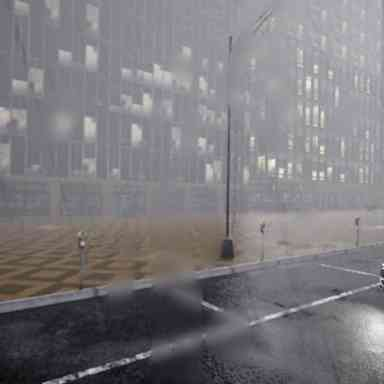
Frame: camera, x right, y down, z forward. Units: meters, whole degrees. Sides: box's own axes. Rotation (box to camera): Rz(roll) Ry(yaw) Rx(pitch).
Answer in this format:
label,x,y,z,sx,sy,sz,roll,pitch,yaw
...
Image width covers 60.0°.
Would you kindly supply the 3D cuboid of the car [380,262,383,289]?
label,x,y,z,sx,sy,sz,roll,pitch,yaw
car,6.355,1.623,7.908,4.892,1.490,1.837,1,-1,-35
